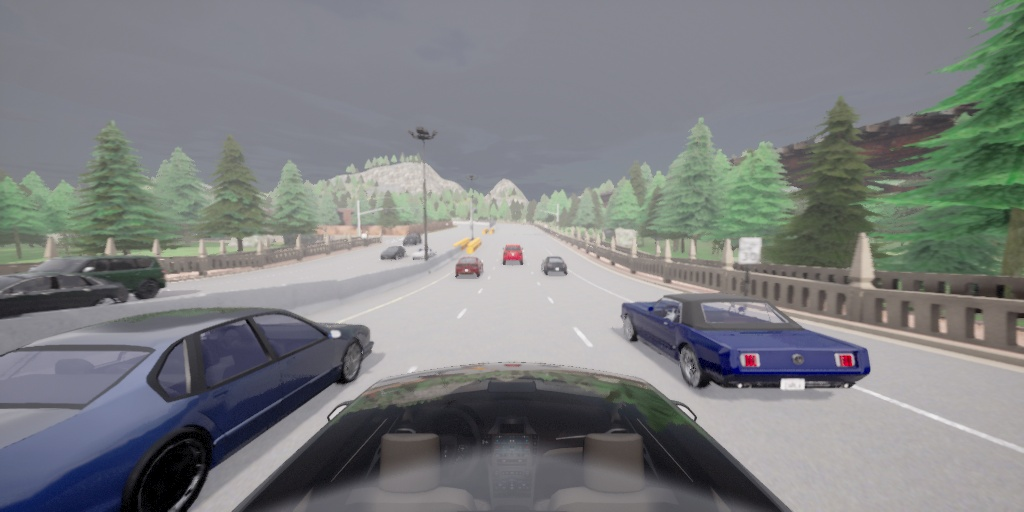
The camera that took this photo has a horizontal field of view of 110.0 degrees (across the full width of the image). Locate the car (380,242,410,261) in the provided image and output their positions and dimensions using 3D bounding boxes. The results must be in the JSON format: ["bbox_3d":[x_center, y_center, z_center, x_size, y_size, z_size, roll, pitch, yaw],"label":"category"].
[{"bbox_3d":[-14.076,-0.378,42.681,1.882,1.535,5.008,0,6,0],"label":"car"}]

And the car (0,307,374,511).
[{"bbox_3d":[-3.400,1.300,3.997,2.033,1.411,5.357,0,0,0],"label":"car"}]

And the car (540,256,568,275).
[{"bbox_3d":[3.601,0.727,30.832,1.812,1.442,4.674,0,4,0],"label":"car"}]

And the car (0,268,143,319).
[{"bbox_3d":[-14.099,1.267,10.265,1.837,1.490,4.892,0,0,0],"label":"car"}]

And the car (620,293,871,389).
[{"bbox_3d":[3.600,1.357,6.813,1.895,1.301,4.718,0,0,0],"label":"car"}]

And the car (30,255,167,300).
[{"bbox_3d":[-17.600,0.988,14.818,2.150,2.045,5.566,0,0,0],"label":"car"}]

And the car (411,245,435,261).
[{"bbox_3d":[-10.582,-0.285,42.960,1.895,1.301,4.718,0,6,0],"label":"car"}]

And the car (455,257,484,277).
[{"bbox_3d":[-3.400,0.777,29.263,1.882,1.535,5.008,0,3,0],"label":"car"}]

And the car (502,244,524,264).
[{"bbox_3d":[0.101,-0.320,39.739,2.150,2.045,5.566,0,6,0],"label":"car"}]
